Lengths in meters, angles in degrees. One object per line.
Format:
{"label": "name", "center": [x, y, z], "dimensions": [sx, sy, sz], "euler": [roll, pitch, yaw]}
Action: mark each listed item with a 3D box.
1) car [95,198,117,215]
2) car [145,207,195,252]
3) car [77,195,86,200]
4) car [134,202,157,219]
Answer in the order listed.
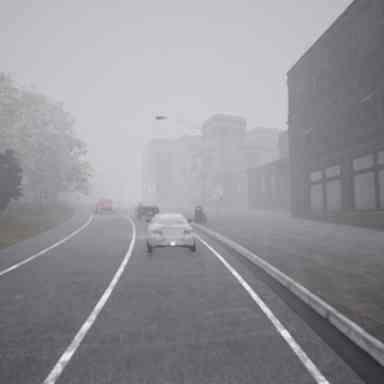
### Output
{"label": "car", "center": [-9.297, 1.463, 35.851], "dimensions": [2.097, 1.767, 4.553], "euler": [2, -1, -19]}
{"label": "car", "center": [-0.960, 1.591, 14.073], "dimensions": [1.812, 1.442, 4.674], "euler": [1, 0, -7]}
{"label": "car", "center": [-24.442, 1.342, 73.419], "dimensions": [1.837, 1.490, 4.892], "euler": [1, 0, -17]}
{"label": "car", "center": [-4.279, 1.649, 31.033], "dimensions": [1.882, 1.535, 5.008], "euler": [1, -1, -15]}
